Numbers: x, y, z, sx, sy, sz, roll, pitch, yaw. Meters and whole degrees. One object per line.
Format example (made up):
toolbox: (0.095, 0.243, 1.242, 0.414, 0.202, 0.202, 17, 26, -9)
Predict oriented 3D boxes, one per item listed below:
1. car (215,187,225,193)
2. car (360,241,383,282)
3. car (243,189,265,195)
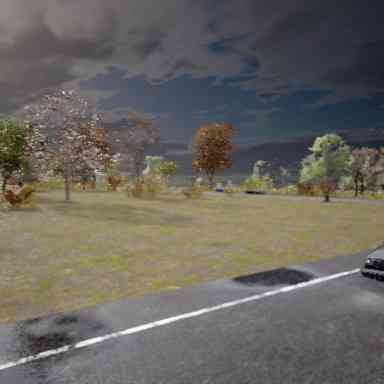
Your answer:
car: (7.487, -0.495, 78.994, 1.812, 1.442, 4.674, 1, 2, -37)
car: (6.651, 1.592, 8.874, 5.357, 1.411, 2.033, 0, 0, -37)
car: (13.198, 0.001, 71.331, 1.895, 1.301, 4.718, 1, 2, -37)
